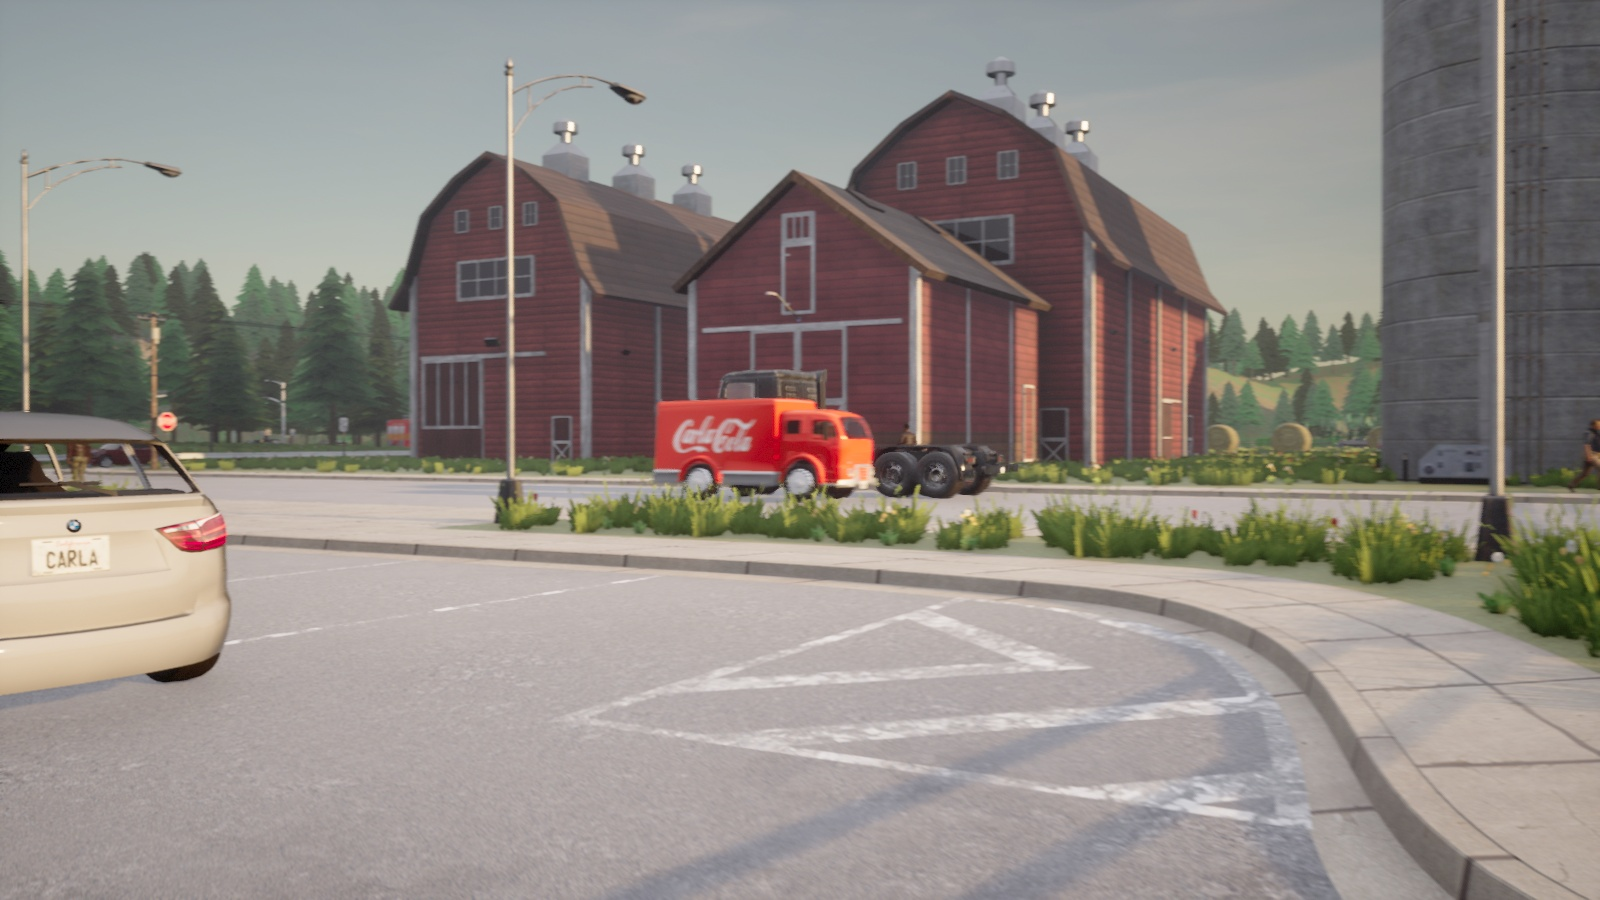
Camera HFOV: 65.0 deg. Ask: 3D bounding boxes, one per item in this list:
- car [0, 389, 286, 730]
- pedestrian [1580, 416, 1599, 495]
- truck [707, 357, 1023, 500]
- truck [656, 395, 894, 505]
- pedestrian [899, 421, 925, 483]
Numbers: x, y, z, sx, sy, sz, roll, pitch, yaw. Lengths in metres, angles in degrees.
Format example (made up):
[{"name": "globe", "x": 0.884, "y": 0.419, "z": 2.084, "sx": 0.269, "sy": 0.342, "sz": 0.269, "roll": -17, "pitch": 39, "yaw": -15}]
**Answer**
[{"name": "car", "x": -5.556, "y": 0.518, "z": 7.805, "sx": 4.611, "sy": 1.667, "sz": 2.242, "roll": 0, "pitch": 1, "yaw": 35}, {"name": "pedestrian", "x": 18.947, "y": 0.131, "z": 29.725, "sx": 0.540, "sy": 1.848, "sz": 0.694, "roll": -1, "pitch": 1, "yaw": -44}, {"name": "truck", "x": 1.661, "y": -0.542, "z": 33.480, "sx": 7.936, "sy": 3.462, "sz": 2.891, "roll": 0, "pitch": 1, "yaw": 28}, {"name": "truck", "x": -0.619, "y": -0.022, "z": 30.736, "sx": 5.204, "sy": 2.467, "sz": 2.627, "roll": 0, "pitch": 1, "yaw": 28}, {"name": "pedestrian", "x": 3.373, "y": 0.057, "z": 37.741, "sx": 0.431, "sy": 1.840, "sz": 0.703, "roll": 0, "pitch": 1, "yaw": -37}]
